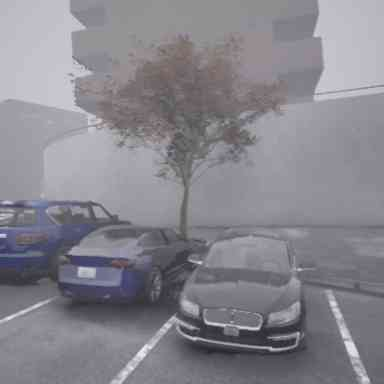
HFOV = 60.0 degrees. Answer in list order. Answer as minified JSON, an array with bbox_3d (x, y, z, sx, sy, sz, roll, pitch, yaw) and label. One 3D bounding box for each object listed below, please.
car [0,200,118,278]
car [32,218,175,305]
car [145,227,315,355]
[{"bbox_3d":[-3.708,1.261,10.049,2.435,2.045,5.566,0,-1,16],"label":"car"},{"bbox_3d":[-1.265,1.537,8.280,2.163,1.488,4.792,0,-1,16],"label":"car"},{"bbox_3d":[1.168,1.504,6.490,2.231,1.521,4.892,0,-1,16],"label":"car"}]
